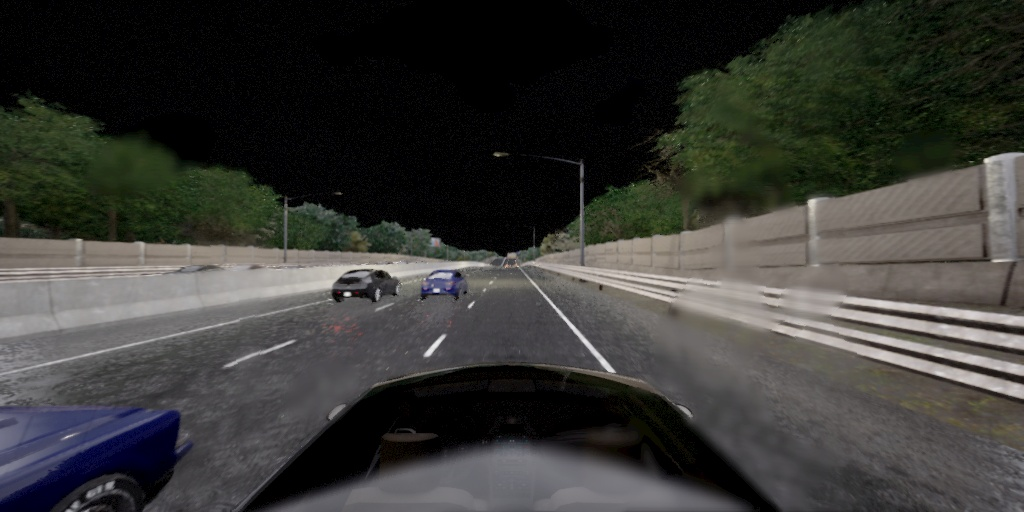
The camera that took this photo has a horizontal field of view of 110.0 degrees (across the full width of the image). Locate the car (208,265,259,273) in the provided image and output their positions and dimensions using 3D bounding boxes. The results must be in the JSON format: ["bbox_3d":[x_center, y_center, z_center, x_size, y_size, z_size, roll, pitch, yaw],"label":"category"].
[{"bbox_3d":[-21.084,1.493,28.502,1.812,1.442,4.674,0,-1,0],"label":"car"}]

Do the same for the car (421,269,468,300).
[{"bbox_3d":[-3.398,1.403,18.481,1.812,1.442,4.674,0,0,0],"label":"car"}]

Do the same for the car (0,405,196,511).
[{"bbox_3d":[-3.397,1.344,0.607,1.895,1.301,4.718,0,0,0],"label":"car"}]

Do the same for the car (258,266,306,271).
[{"bbox_3d":[-17.583,1.532,28.606,1.994,1.385,4.181,0,-1,0],"label":"car"}]

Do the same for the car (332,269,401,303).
[{"bbox_3d":[-6.899,1.373,17.447,1.837,1.490,4.892,0,0,0],"label":"car"}]

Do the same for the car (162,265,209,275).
[{"bbox_3d":[-24.583,1.468,27.978,1.837,1.490,4.892,0,-1,0],"label":"car"}]
